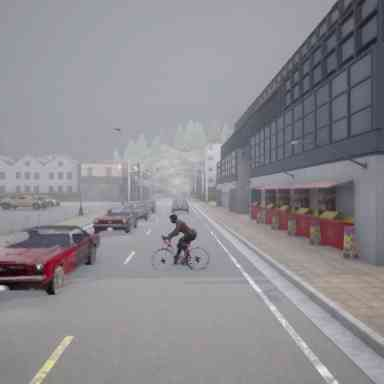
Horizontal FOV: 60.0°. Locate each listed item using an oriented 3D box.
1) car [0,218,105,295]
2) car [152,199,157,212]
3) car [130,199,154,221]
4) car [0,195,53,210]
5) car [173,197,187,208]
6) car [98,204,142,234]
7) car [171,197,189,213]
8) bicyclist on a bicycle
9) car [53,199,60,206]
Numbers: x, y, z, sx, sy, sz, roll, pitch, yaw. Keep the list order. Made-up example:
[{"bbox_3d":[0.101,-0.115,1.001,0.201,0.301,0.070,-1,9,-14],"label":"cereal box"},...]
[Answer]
[{"bbox_3d":[-3.885,1.600,8.822,1.895,1.301,4.718,0,0,-2],"label":"car"},{"bbox_3d":[-4.857,1.489,35.872,2.128,1.511,4.902,0,0,-2],"label":"car"},{"bbox_3d":[-4.495,1.562,27.243,1.994,1.385,4.181,0,0,-2],"label":"car"},{"bbox_3d":[-19.079,1.167,37.847,5.027,1.636,2.152,0,0,-2],"label":"car"},{"bbox_3d":[-1.753,1.502,48.209,1.837,1.490,4.892,0,0,-2],"label":"car"},{"bbox_3d":[-4.283,1.600,19.268,1.895,1.301,4.718,0,0,-2],"label":"car"},{"bbox_3d":[-1.281,1.545,36.508,2.033,1.411,5.357,0,0,-2],"label":"car"},{"bbox_3d":[-0.337,1.446,9.390,1.656,1.620,0.582,-2,0,-2],"label":"bicyclist on a bicycle"},{"bbox_3d":[-19.650,1.245,44.248,3.806,1.475,1.970,0,0,-2],"label":"car"}]
